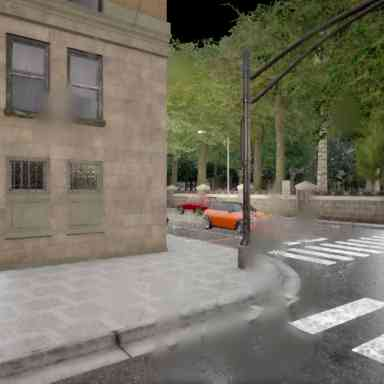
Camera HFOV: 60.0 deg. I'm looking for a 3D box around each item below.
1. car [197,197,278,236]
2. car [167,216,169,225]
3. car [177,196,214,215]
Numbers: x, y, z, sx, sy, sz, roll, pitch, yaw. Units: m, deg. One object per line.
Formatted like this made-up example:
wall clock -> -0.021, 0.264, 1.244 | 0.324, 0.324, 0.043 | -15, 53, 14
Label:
car -> 2.587, 1.339, 18.611 | 2.097, 1.767, 4.553 | 0, 0, -34
car -> -3.227, 1.544, 22.238 | 1.947, 1.339, 4.313 | 0, 0, -35
car -> 0.547, 1.285, 31.774 | 2.192, 1.841, 5.009 | 0, 0, -35
